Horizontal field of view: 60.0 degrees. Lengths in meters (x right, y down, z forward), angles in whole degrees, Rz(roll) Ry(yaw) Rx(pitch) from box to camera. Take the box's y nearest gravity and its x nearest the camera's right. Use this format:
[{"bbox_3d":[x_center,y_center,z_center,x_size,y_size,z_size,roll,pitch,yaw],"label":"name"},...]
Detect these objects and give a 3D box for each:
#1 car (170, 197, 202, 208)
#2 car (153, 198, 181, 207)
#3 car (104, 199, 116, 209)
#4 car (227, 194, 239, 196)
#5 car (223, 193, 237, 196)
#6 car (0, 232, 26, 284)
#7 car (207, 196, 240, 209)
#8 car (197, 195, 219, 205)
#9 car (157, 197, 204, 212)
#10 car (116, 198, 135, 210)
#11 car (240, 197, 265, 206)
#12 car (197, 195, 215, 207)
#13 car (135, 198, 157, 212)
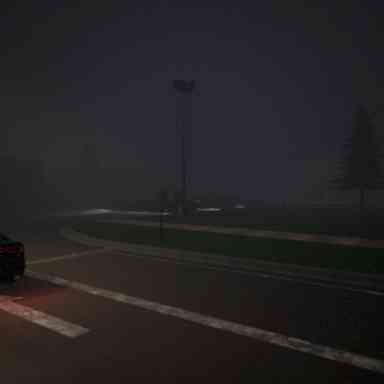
[{"bbox_3d":[-0.848,1.581,51.174,2.033,1.411,5.357,0,0,35],"label":"car"},{"bbox_3d":[-3.918,1.639,52.884,1.895,1.301,4.718,0,0,35],"label":"car"},{"bbox_3d":[-9.757,1.602,44.539,1.994,1.385,4.181,0,0,34],"label":"car"},{"bbox_3d":[8.640,1.578,58.580,2.033,1.411,5.357,0,0,35],"label":"car"},{"bbox_3d":[6.986,1.258,62.295,2.150,2.045,5.566,0,0,35],"label":"car"},{"bbox_3d":[-6.205,1.489,8.408,5.008,1.535,1.882,0,0,36],"label":"car"},{"bbox_3d":[4.448,1.590,46.520,1.994,1.385,4.181,0,0,35],"label":"car"},{"bbox_3d":[3.013,1.390,62.729,2.097,1.767,4.553,0,0,35],"label":"car"},{"bbox_3d":[-1.259,1.573,38.360,2.033,1.411,5.357,0,0,35],"label":"car"},{"bbox_3d":[-6.855,1.525,42.569,2.128,1.511,4.902,0,0,35],"label":"car"},{"bbox_3d":[10.219,1.627,54.767,1.895,1.301,4.718,0,0,35],"label":"car"},{"bbox_3d":[1.310,1.382,48.149,2.097,1.767,4.553,0,0,35],"label":"car"},{"bbox_3d":[-4.284,1.556,40.105,1.812,1.442,4.674,0,0,34],"label":"car"}]
